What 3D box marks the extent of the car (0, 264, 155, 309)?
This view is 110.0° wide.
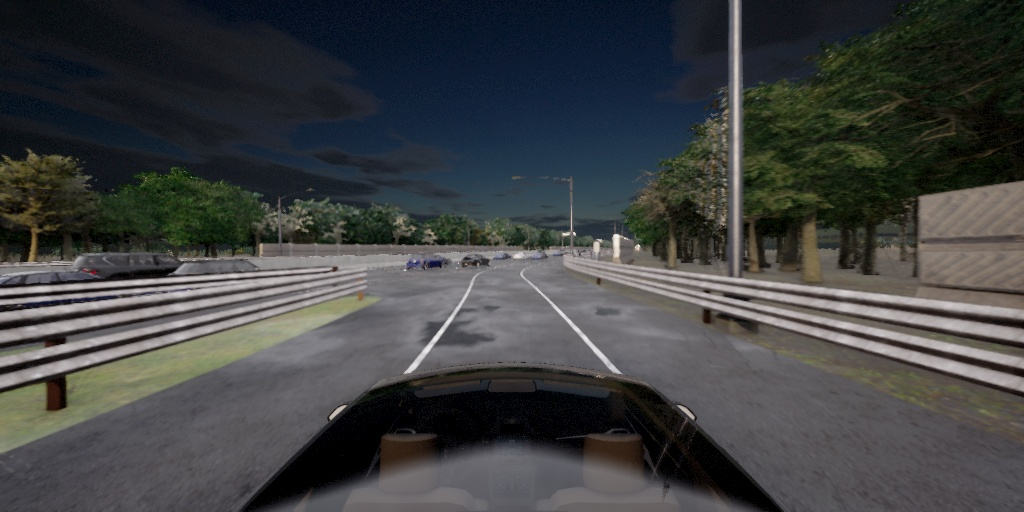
[{"bbox_3d":[-17.510,1.252,13.765,2.033,1.411,5.357,0,1,21],"label":"car"}]

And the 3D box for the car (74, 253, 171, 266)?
[{"bbox_3d":[-19.244,0.839,19.021,2.150,2.045,5.566,0,1,21],"label":"car"}]

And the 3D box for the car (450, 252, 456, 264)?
[{"bbox_3d":[-9.515,0.566,44.357,2.033,1.411,5.357,0,1,21],"label":"car"}]

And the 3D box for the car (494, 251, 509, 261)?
[{"bbox_3d":[-1.600,0.073,64.982,2.033,1.411,5.357,0,1,21],"label":"car"}]

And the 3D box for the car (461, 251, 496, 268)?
[{"bbox_3d":[-3.890,0.540,39.477,1.837,1.490,4.892,0,1,21],"label":"car"}]

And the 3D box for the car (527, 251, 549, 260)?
[{"bbox_3d":[4.929,0.035,62.459,2.033,1.411,5.357,0,1,21],"label":"car"}]

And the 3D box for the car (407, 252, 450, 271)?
[{"bbox_3d":[-8.698,0.502,36.722,2.097,1.767,4.553,0,1,21],"label":"car"}]

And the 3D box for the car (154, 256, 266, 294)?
[{"bbox_3d":[-12.735,0.939,16.440,2.097,1.767,4.553,0,1,21],"label":"car"}]

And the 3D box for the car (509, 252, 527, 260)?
[{"bbox_3d":[1.664,0.033,63.723,1.812,1.442,4.674,0,1,21],"label":"car"}]
